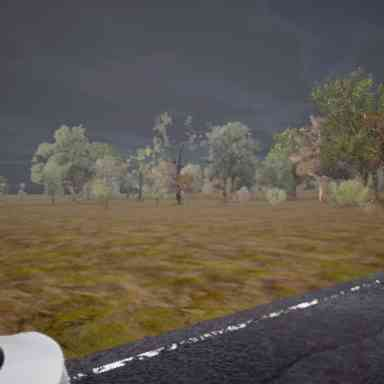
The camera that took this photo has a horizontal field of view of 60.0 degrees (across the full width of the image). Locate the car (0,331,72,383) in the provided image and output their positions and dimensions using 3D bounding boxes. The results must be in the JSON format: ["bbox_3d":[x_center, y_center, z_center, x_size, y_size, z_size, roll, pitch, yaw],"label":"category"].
[{"bbox_3d":[-2.859,1.545,1.344,4.674,1.442,1.812,0,0,-35],"label":"car"}]
